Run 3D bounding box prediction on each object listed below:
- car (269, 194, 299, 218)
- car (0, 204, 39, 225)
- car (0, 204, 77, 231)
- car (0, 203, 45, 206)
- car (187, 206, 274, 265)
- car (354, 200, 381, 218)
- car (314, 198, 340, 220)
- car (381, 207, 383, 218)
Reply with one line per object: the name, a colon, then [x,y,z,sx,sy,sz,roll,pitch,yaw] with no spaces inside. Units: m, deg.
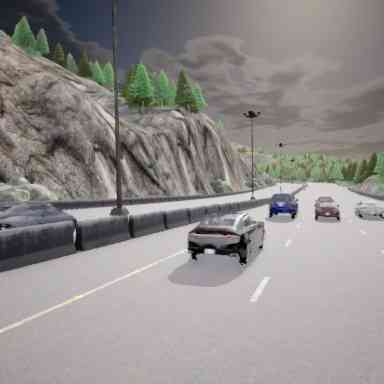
car: [8.230,1.165,29.648,2.150,2.045,5.566,0,0,21]
car: [-13.241,1.549,23.083,1.895,1.301,4.718,0,0,21]
car: [-7.976,1.526,17.251,1.994,1.385,4.181,0,0,21]
car: [-10.309,1.459,20.947,1.837,1.490,4.892,0,0,21]
car: [1.384,1.470,11.777,2.128,1.511,4.902,0,0,21]
car: [15.668,1.473,29.530,1.812,1.442,4.674,0,0,21]
car: [11.092,1.475,27.356,1.812,1.442,4.674,0,0,21]
car: [9.780,1.466,14.128,2.128,1.511,4.902,0,0,21]
